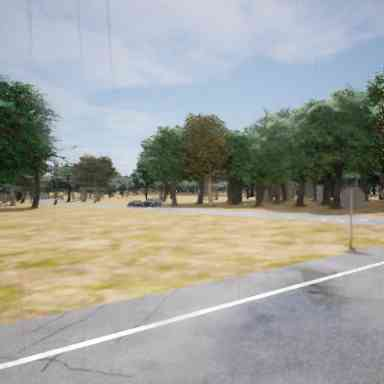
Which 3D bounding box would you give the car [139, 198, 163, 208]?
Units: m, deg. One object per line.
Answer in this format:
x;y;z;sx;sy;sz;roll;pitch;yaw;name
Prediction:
-7.004;1.842;58.517;2.097;1.767;4.553;2;-2;-34;car

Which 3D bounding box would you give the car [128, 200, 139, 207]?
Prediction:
-10.716;2.160;63.821;1.994;1.385;4.181;2;-2;-34;car
